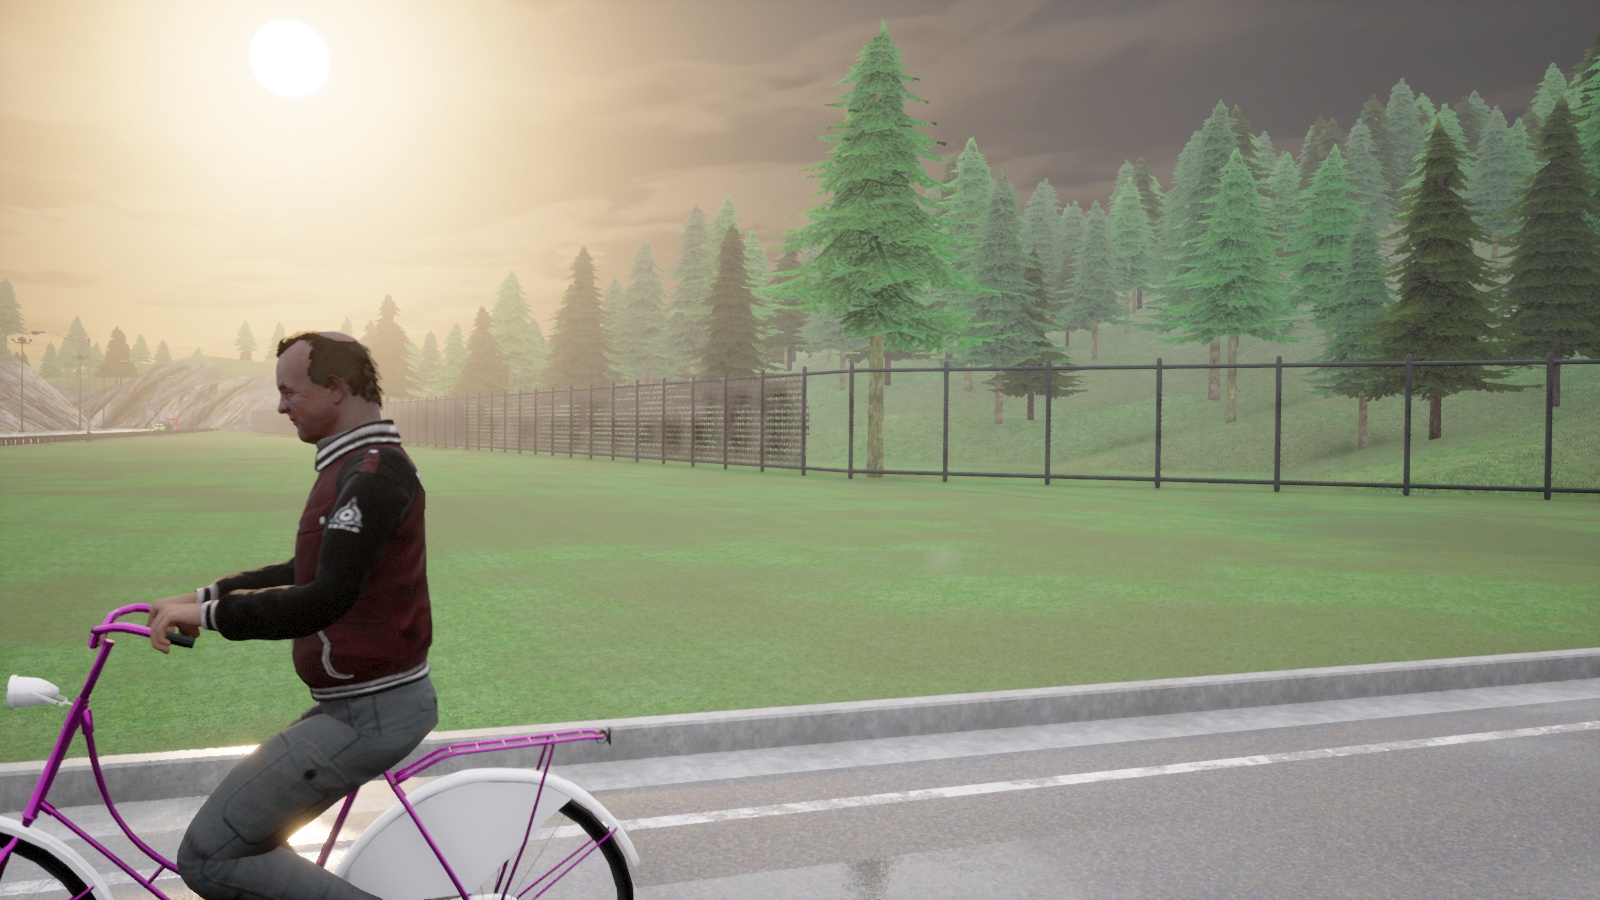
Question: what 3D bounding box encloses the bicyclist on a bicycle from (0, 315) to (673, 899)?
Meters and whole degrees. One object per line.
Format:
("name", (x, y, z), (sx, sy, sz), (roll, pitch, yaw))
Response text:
("bicyclist on a bicycle", (-1.264, 0.636, 2.758), (1.843, 1.776, 0.659), (0, 1, -21))
